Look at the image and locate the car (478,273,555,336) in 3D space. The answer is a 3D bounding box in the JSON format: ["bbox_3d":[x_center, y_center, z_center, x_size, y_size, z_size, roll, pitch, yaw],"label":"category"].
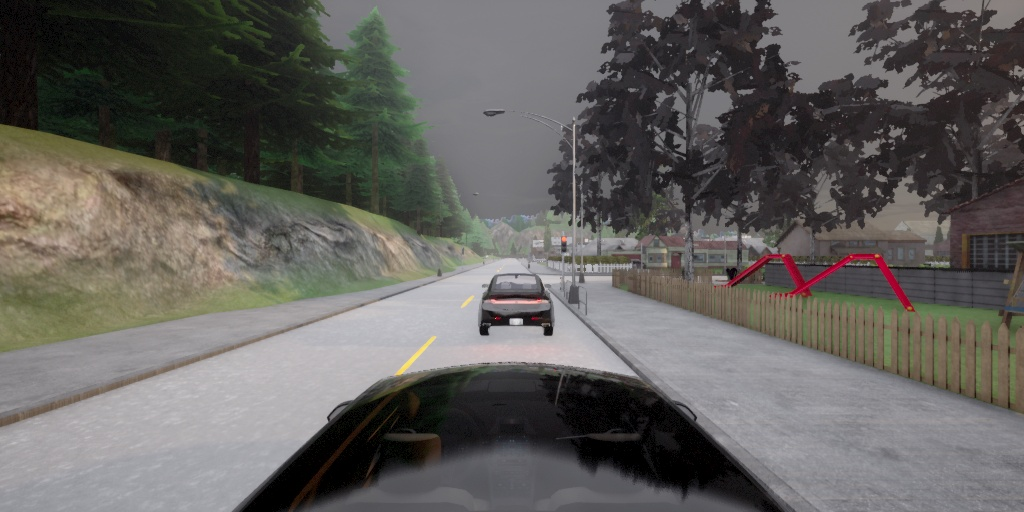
[{"bbox_3d":[0.125,1.242,10.364,2.128,1.511,4.902,0,0,1],"label":"car"}]
